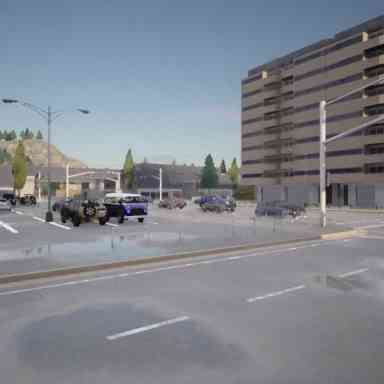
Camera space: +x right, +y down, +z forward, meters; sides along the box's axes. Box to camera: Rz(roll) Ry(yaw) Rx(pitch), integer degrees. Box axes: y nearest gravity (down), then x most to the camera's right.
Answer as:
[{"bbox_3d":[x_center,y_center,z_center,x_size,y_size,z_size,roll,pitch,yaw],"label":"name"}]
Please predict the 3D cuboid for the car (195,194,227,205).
[{"bbox_3d":[3.184,1.277,42.581,2.150,2.045,5.566,0,0,-35],"label":"car"}]

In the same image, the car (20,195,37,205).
[{"bbox_3d":[-27.288,1.209,55.334,1.932,1.855,4.605,0,0,-35],"label":"car"}]

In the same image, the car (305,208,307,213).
[{"bbox_3d":[9.072,1.603,34.292,2.033,1.411,5.357,0,0,-35],"label":"car"}]

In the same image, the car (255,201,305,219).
[{"bbox_3d":[7.678,1.619,30.212,1.994,1.385,4.181,0,0,-35],"label":"car"}]

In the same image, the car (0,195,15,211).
[{"bbox_3d":[-21.826,1.451,37.877,1.970,1.475,3.806,0,0,-35],"label":"car"}]

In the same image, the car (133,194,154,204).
[{"bbox_3d":[-9.306,1.547,66.540,2.128,1.511,4.902,0,0,-35],"label":"car"}]

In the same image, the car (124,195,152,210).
[{"bbox_3d":[-8.723,1.656,53.367,1.895,1.301,4.718,0,0,-35],"label":"car"}]

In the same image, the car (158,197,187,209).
[{"bbox_3d":[-2.954,1.619,45.184,1.994,1.385,4.181,0,0,-35],"label":"car"}]

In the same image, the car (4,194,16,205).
[{"bbox_3d":[-29.684,1.212,53.710,1.905,1.878,3.866,0,0,-35],"label":"car"}]

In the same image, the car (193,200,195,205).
[{"bbox_3d":[2.139,1.547,56.476,2.128,1.511,4.902,0,0,-35],"label":"car"}]

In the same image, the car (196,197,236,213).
[{"bbox_3d":[2.813,1.619,37.066,1.994,1.385,4.181,0,0,-35],"label":"car"}]

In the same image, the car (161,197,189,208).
[{"bbox_3d":[-2.649,1.560,50.815,1.837,1.490,4.892,0,0,-35],"label":"car"}]
